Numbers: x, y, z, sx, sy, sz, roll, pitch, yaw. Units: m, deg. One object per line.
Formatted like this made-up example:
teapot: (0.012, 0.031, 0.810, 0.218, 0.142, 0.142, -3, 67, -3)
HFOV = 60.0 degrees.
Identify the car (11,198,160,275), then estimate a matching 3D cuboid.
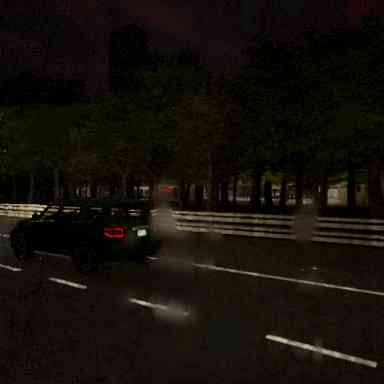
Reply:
car: (-3.559, 1.224, 10.712, 5.566, 2.045, 2.150, 0, 0, 36)
